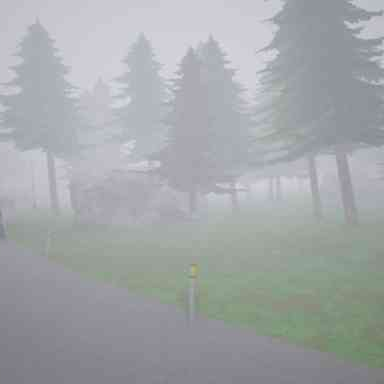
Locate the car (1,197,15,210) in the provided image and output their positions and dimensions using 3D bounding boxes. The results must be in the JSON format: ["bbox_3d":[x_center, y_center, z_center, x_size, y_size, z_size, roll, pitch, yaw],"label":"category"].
[{"bbox_3d":[-21.992,1.292,37.941,2.128,1.511,4.902,-5,1,-6],"label":"car"}]
